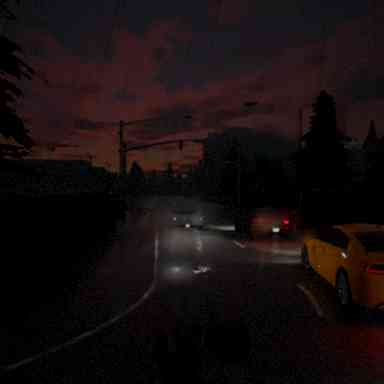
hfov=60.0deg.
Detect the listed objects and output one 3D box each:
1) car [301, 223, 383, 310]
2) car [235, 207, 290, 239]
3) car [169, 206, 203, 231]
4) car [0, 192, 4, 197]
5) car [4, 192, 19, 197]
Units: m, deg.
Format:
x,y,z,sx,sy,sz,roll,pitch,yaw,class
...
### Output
x,y,z,sx,sy,sz,roll,pitch,yaw,class
4.007,1.470,7.808,1.882,1.535,5.008,0,0,6,car
3.523,1.511,17.121,1.812,1.442,4.674,0,0,-6,car
-0.445,1.585,20.785,1.895,1.301,4.718,0,0,-6,car
-41.418,1.044,72.159,1.905,1.878,3.866,0,0,-6,car
-38.564,1.062,72.842,1.932,1.855,4.605,0,0,-6,car
